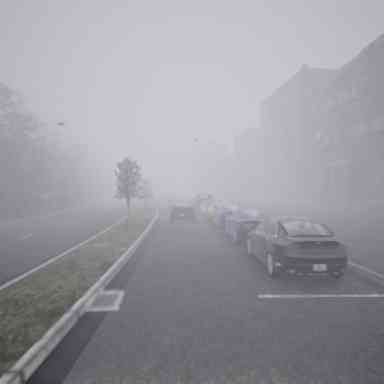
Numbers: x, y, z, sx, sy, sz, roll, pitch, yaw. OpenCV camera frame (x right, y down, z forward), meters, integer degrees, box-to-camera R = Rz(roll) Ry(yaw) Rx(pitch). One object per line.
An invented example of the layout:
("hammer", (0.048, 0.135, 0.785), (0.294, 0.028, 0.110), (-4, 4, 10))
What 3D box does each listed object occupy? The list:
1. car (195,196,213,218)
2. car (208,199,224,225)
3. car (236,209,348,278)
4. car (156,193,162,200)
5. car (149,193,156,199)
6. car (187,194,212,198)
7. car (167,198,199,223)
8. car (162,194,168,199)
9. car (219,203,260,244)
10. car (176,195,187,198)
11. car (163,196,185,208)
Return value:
("car", (1.723, 1.459, 32.550), (1.946, 1.575, 5.366), (0, 0, -4))
("car", (2.497, 1.480, 21.259), (2.097, 1.535, 5.008), (0, 0, -2))
("car", (2.918, 1.484, 10.136), (2.231, 1.521, 4.892), (0, 0, -1))
("car", (-6.826, 1.193, 81.692), (2.097, 1.535, 5.008), (0, 0, -14))
("car", (-9.691, 1.105, 92.304), (2.231, 1.521, 4.892), (0, 0, -15))
("car", (1.201, 1.195, 37.935), (2.435, 2.045, 5.566), (0, 0, -6))
("car", (-0.788, 1.468, 25.810), (1.882, 1.535, 5.008), (0, 0, -4))
("car", (-4.506, 1.290, 72.379), (2.163, 1.488, 4.792), (0, 0, -12))
("car", (2.735, 1.482, 15.695), (2.097, 1.535, 5.008), (0, 0, -2))
("car", (-1.036, 1.363, 54.657), (1.946, 1.575, 5.366), (0, 0, -9))
("car", (-2.396, 1.538, 42.904), (1.895, 1.301, 4.718), (0, 0, -7))
